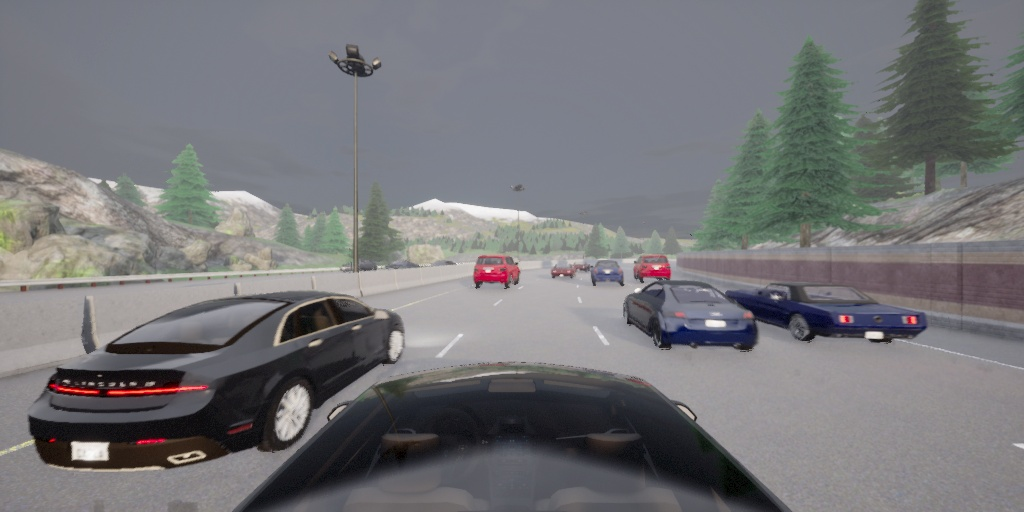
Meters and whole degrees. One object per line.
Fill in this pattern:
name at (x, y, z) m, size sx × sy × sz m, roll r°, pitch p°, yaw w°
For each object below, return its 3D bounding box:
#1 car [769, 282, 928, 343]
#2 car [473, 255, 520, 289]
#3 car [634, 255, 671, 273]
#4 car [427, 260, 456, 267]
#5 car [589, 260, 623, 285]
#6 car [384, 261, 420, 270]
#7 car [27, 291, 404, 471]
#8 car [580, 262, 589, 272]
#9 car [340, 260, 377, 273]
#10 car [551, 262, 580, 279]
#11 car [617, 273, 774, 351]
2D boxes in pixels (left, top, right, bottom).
car at (7.722, 1.349, 9.643) m, size 1.895 × 1.301 × 4.718 m, roll 0°, pitch 0°, yaw 5°
car at (-0.883, 0.968, 23.384) m, size 2.150 × 2.045 × 5.566 m, roll 0°, pitch 0°, yaw 10°
car at (10.812, 0.966, 27.855) m, size 2.150 × 2.045 × 5.566 m, roll 0°, pitch 0°, yaw 14°
car at (-7.813, 1.248, 40.004) m, size 1.837 × 1.490 × 4.892 m, roll 0°, pitch 0°, yaw 17°
car at (6.795, 1.097, 25.854) m, size 2.097 × 1.767 × 4.553 m, roll 0°, pitch 0°, yaw 12°
car at (-11.748, 1.308, 38.921) m, size 1.994 × 1.385 × 4.181 m, roll 0°, pitch 0°, yaw 16°
car at (-3.119, 1.254, 5.178) m, size 1.837 × 1.490 × 4.892 m, roll 0°, pitch 0°, yaw 3°
car at (8.614, 1.343, 44.498) m, size 1.895 × 1.301 × 4.718 m, roll 0°, pitch 0°, yaw 20°
car at (-18.062, 1.235, 42.327) m, size 2.128 × 1.511 × 4.902 m, roll 0°, pitch 0°, yaw 17°
car at (4.781, 1.345, 32.509) m, size 1.895 × 1.301 × 4.718 m, roll 0°, pitch 0°, yaw 15°
car at (4.187, 1.312, 9.081) m, size 1.994 × 1.385 × 4.181 m, roll 0°, pitch 0°, yaw 5°
